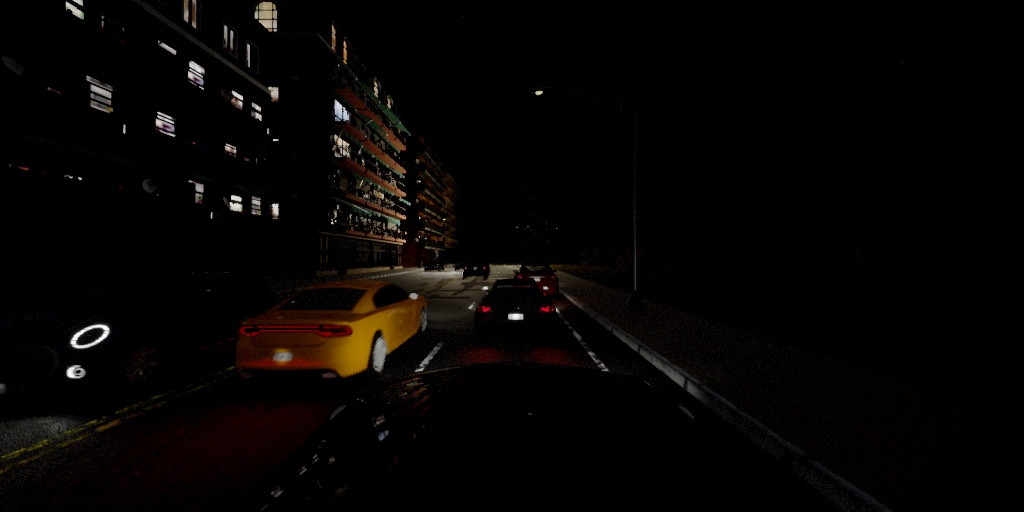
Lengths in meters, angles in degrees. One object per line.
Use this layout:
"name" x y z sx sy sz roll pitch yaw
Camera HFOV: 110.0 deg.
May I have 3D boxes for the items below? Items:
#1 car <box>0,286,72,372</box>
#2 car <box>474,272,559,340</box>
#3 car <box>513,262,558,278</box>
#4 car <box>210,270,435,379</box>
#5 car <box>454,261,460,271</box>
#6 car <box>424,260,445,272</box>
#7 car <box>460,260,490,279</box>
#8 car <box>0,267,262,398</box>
"car" -9.847 1.298 4.519 2.033 1.411 5.357 0 0 0
"car" 0.101 1.315 9.954 1.994 1.385 4.181 0 0 0
"car" 1.151 1.103 18.533 2.097 1.767 4.553 0 0 0
"car" -3.146 1.228 7.406 1.882 1.535 5.008 0 0 0
"car" -6.560 1.352 48.361 1.895 1.301 4.718 0 0 0
"car" -9.813 1.256 45.513 1.837 1.490 4.892 0 0 0
"car" -3.123 1.103 32.470 2.097 1.767 4.553 0 0 0
"car" -6.596 1.103 6.812 2.097 1.767 4.553 0 0 0
